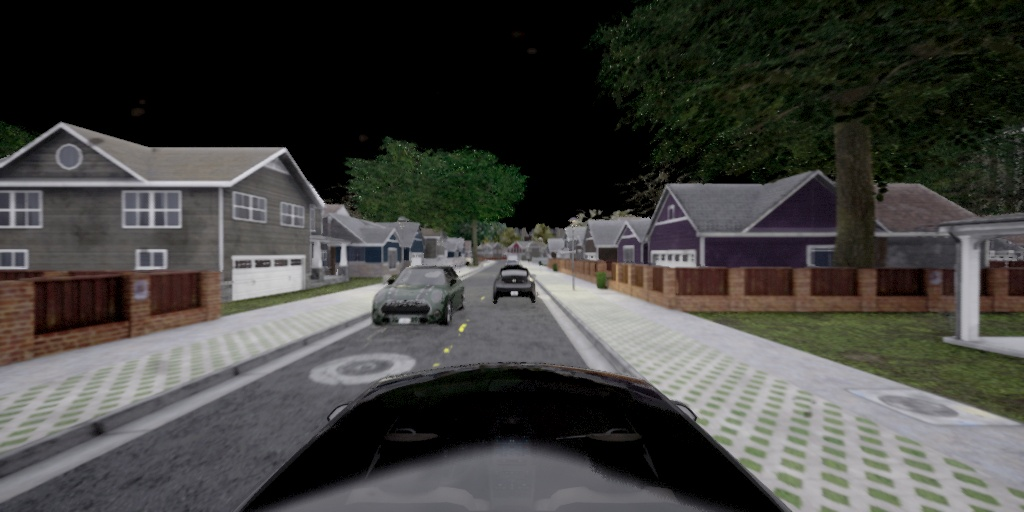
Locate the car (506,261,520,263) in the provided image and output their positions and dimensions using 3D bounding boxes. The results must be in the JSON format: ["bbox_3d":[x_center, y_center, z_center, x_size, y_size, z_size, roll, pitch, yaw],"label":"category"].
[{"bbox_3d":[0.090,1.231,34.934,2.128,1.511,4.902,0,0,0],"label":"car"}]

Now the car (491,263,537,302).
[{"bbox_3d":[0.095,1.255,16.902,1.837,1.490,4.892,0,0,0],"label":"car"}]

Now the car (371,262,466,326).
[{"bbox_3d":[-2.797,1.103,11.640,2.097,1.767,4.553,0,0,0],"label":"car"}]
